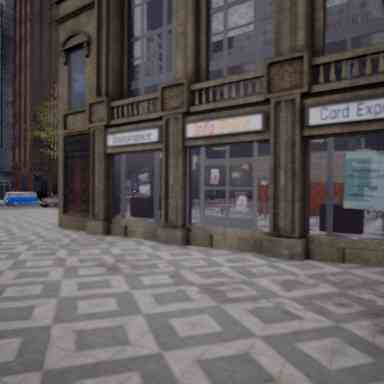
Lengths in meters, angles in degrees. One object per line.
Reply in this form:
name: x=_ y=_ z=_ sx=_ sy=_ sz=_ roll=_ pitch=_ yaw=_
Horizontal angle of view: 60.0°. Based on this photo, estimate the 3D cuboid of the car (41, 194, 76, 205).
car: x=-19.617 y=1.034 z=49.143 sx=2.008 sy=1.369 sz=4.403 roll=2 pitch=2 yaw=36

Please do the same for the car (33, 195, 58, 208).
car: x=-15.992 y=1.204 z=39.605 sx=1.947 sy=1.339 sz=4.313 roll=2 pitch=2 yaw=36

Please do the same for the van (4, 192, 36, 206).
van: x=-22.906 y=0.894 z=44.587 sx=1.690 sy=1.788 sz=3.998 roll=2 pitch=2 yaw=36
